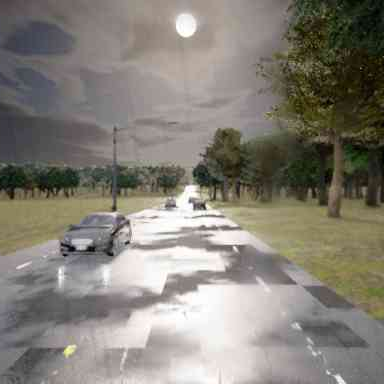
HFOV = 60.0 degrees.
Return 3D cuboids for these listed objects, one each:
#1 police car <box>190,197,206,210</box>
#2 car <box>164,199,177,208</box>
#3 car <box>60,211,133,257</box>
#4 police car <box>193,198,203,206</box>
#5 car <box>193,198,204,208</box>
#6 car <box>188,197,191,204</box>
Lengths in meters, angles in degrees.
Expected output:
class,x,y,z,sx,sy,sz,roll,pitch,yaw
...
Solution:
class,x,y,z,sx,sy,sz,roll,pitch,yaw
police car,1.072,1.761,49.294,1.930,1.638,5.238,0,-1,0
car,-3.524,1.902,55.794,1.837,1.490,4.892,0,0,1
car,-3.593,1.551,13.244,2.128,1.511,4.902,0,0,0
police car,1.079,1.926,65.295,1.930,1.638,5.238,0,-1,0
car,1.076,1.911,59.184,1.882,1.535,5.008,0,-1,0
car,0.037,2.054,83.219,2.097,1.767,4.553,0,-1,0
